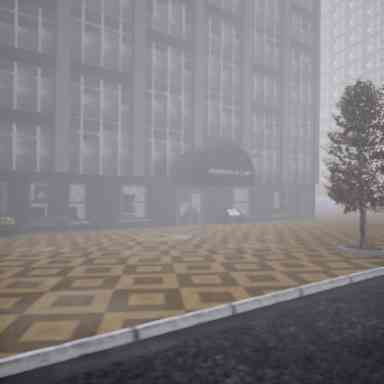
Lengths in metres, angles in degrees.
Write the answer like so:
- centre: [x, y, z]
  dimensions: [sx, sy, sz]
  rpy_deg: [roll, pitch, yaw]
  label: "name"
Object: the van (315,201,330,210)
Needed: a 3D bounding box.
- centre: [24.267, 2.564, 63.277]
  dimensions: [1.690, 1.788, 3.998]
  rpy_deg: [0, -1, -22]
  label: "van"
